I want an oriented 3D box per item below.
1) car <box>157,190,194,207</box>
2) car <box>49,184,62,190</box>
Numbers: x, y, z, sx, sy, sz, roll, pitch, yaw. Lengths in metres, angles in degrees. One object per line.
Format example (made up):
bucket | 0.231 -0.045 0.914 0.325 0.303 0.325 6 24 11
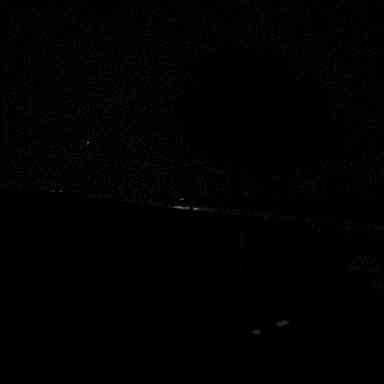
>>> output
car | -1.738 0.576 33.772 1.882 1.535 5.008 4 0 -35
car | -30.814 -1.053 74.855 1.882 1.535 5.008 4 0 -35
